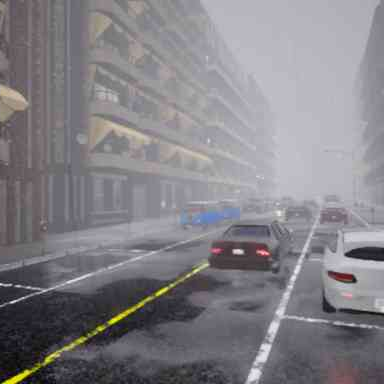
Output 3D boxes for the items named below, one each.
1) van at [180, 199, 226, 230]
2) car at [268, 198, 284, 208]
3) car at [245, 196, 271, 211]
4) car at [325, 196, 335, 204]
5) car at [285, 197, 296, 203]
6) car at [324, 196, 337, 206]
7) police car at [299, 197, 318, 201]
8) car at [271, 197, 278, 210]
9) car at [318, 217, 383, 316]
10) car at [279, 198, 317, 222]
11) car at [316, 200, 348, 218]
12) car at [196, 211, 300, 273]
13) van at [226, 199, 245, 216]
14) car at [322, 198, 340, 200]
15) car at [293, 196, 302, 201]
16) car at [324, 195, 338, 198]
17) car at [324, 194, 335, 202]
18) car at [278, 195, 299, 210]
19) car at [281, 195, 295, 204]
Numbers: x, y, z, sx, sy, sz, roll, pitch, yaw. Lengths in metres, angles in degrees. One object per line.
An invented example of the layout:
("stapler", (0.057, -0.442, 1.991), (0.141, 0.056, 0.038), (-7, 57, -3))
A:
("van", (0.640, 1.487, 21.426), (1.690, 1.788, 3.998), (0, 0, 22))
("car", (13.213, 1.698, 52.137), (1.947, 1.339, 4.313), (0, 0, 22))
("car", (6.926, 1.449, 36.781), (2.192, 1.841, 5.009), (0, 0, 22))
("car", (26.738, 1.539, 64.466), (1.802, 1.307, 4.206), (0, 0, 22))
("car", (21.595, 1.702, 72.608), (1.887, 1.381, 4.507), (0, 0, 22))
("car", (22.545, 1.385, 54.229), (1.967, 1.590, 4.097), (0, 0, 22))
("police car", (15.295, 1.426, 43.250), (1.930, 1.638, 5.238), (-2, -1, 22))
("car", (9.022, 1.447, 41.899), (2.192, 1.841, 5.009), (0, 0, 22))
("car", (3.751, 1.490, 7.076), (1.812, 1.442, 4.674), (-2, 0, 22))
("car", (8.617, 1.498, 26.678), (2.128, 1.511, 4.902), (-2, -1, 22))
("car", (10.003, 1.493, 23.503), (1.887, 1.381, 4.507), (0, 0, 22))
("car", (2.140, 1.577, 10.861), (2.033, 1.411, 5.357), (-2, 0, 22))
("van", (2.735, 1.482, 26.545), (1.690, 1.788, 3.998), (0, 0, 22))
("car", (12.098, 1.489, 28.621), (1.887, 1.381, 4.507), (0, 0, 22))
("car", (27.883, 1.778, 87.965), (1.802, 1.307, 4.206), (0, 0, 22))
("car", (14.201, 1.382, 33.738), (1.967, 1.590, 4.097), (0, 0, 22))
("car", (30.929, 1.292, 74.705), (2.192, 1.841, 5.009), (0, 0, 22))
("car", (12.280, 1.420, 43.189), (2.097, 1.767, 4.553), (-2, 0, 23))
("car", (19.499, 1.463, 67.490), (2.192, 1.841, 5.009), (0, 0, 22))
